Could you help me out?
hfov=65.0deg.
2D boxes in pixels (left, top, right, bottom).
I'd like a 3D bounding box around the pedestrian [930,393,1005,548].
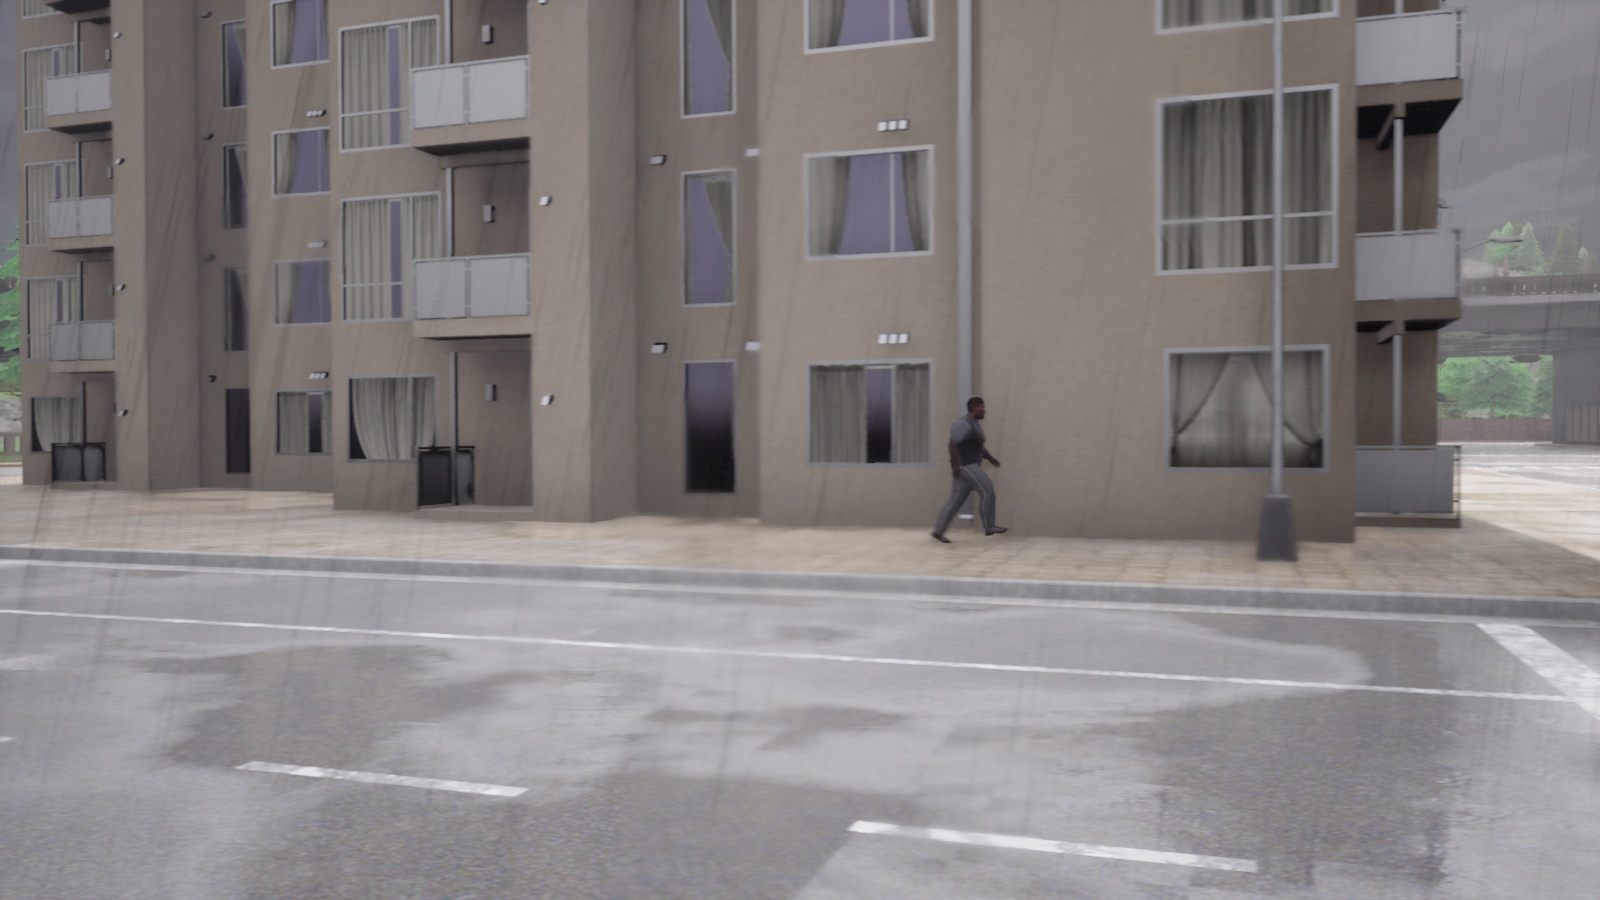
[{"bbox_3d":[2.080,0.245,15.596,0.849,1.883,0.563,0,1,15],"label":"pedestrian"}]
